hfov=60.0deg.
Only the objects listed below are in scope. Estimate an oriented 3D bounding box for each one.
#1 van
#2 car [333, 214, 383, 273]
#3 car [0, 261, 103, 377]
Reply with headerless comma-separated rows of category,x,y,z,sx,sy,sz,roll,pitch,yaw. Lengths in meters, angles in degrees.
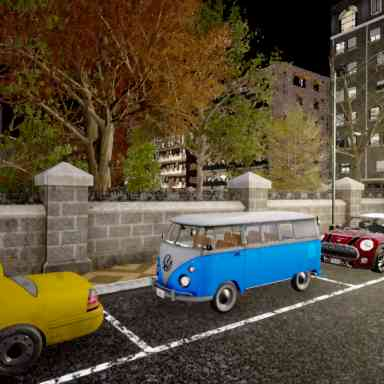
van,1.132,1.342,7.347,3.998,1.788,1.690,0,1,-35
car,5.705,1.442,10.604,4.097,1.590,1.967,0,1,-35
car,-3.581,1.525,3.995,4.829,1.417,1.752,0,1,-35
